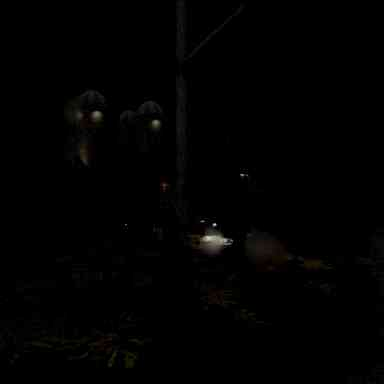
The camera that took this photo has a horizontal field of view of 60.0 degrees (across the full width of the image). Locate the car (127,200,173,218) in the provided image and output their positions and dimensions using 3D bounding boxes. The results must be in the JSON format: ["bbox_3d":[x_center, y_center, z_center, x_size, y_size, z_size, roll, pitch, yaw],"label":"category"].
[{"bbox_3d":[-4.052,1.547,31.372,2.033,1.411,5.357,0,0,-36],"label":"car"}]

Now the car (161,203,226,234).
[{"bbox_3d":[0.055,1.564,19.309,1.994,1.385,4.181,0,0,-35],"label":"car"}]
